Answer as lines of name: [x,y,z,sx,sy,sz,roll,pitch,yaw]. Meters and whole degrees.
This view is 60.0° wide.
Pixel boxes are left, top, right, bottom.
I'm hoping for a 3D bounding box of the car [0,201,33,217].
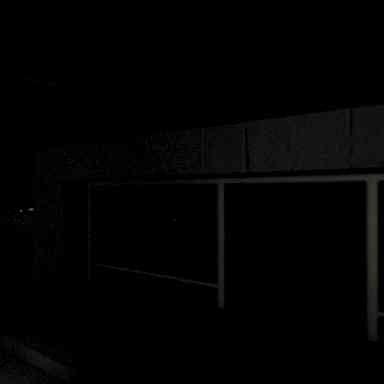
car: [-15.150,1.601,30.626,1.837,1.490,4.892,0,0,34]
